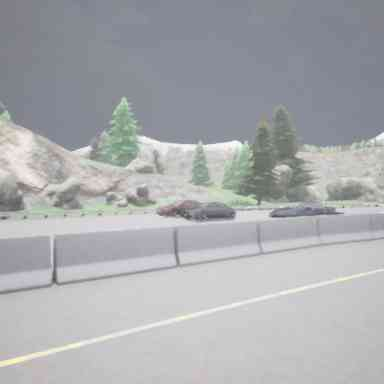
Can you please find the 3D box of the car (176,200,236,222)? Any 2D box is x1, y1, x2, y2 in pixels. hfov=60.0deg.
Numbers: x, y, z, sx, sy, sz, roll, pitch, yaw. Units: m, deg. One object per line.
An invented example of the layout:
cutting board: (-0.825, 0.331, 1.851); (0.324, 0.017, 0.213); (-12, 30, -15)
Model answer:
car: (1.277, 1.441, 25.180); (4.181, 1.385, 1.994); (0, 0, -29)

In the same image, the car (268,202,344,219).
car: (6.983, 1.501, 20.366); (4.718, 1.301, 1.895); (0, 0, -28)

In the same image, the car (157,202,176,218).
car: (-0.698, 1.389, 28.089); (4.674, 1.442, 1.812); (0, 0, -30)
